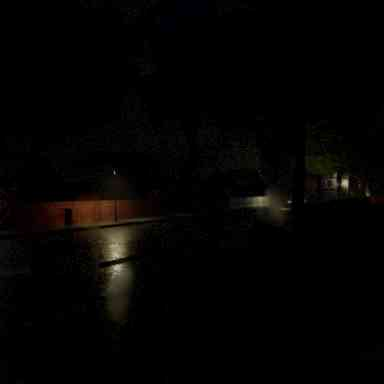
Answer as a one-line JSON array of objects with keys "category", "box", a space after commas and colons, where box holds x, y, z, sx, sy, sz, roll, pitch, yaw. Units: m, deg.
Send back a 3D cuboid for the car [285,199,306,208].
[{"category": "car", "box": [14.596, 1.513, 46.301, 1.812, 1.442, 4.674, 0, 0, 35]}]
